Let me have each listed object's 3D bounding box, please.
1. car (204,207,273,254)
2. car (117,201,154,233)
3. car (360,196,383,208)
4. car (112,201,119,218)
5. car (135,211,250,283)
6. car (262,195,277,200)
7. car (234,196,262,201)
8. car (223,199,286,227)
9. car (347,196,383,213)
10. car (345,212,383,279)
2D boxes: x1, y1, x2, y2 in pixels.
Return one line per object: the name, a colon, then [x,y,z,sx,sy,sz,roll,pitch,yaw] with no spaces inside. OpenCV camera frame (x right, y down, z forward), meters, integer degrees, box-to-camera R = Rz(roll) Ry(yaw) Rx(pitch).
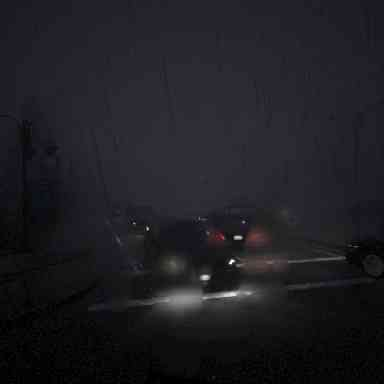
car: [1.352,1.538,13.388,2.033,1.411,5.357,0,0,-4]
car: [-3.095,1.529,19.941,2.033,1.411,5.357,0,0,-17]
car: [23.932,1.274,43.159,1.845,1.501,3.633,0,0,-17]
car: [-6.246,1.515,30.096,2.033,1.411,5.357,0,0,-17]
car: [-0.371,1.543,10.104,2.033,1.411,5.357,0,0,-15]
car: [10.378,1.278,47.098,2.152,1.636,5.027,0,0,-17]
car: [7.389,1.288,46.145,2.007,1.523,4.514,0,0,-17]
car: [2.853,1.467,19.895,5.357,1.411,2.033,-3,1,-15]
car: [15.610,1.356,29.180,1.970,1.475,3.806,0,0,-17]
car: [6.527,1.475,8.231,5.008,1.535,1.882,0,0,39]
